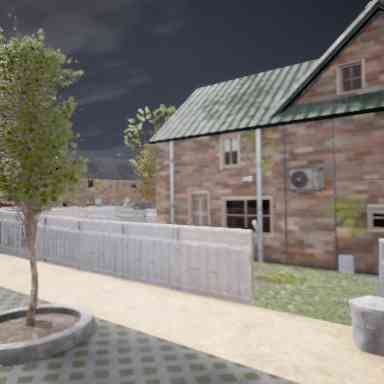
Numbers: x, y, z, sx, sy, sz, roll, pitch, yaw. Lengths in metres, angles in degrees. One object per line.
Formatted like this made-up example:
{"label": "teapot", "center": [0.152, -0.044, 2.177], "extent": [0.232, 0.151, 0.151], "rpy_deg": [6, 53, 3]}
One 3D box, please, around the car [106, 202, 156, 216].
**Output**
{"label": "car", "center": [-5.398, 1.929, 30.857], "extent": [2.150, 2.045, 5.566], "rpy_deg": [-2, -2, 35]}
